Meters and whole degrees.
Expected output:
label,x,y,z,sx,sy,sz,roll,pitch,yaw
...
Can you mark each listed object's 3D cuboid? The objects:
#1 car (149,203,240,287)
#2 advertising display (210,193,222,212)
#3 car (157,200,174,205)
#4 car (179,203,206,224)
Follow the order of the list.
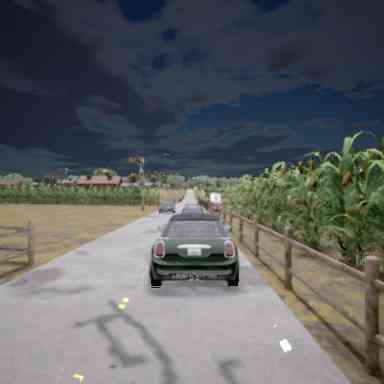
label,x,y,z,sx,sy,sz,roll,pitch,yaw
car,0.066,1.369,9.551,2.097,1.767,4.553,0,0,0
advertising display,3.108,1.330,43.801,1.540,2.440,0.280,1,0,0
car,-2.881,1.756,39.049,1.837,1.490,4.892,0,-1,0
car,0.060,1.685,27.481,2.033,1.411,5.357,0,-1,0
